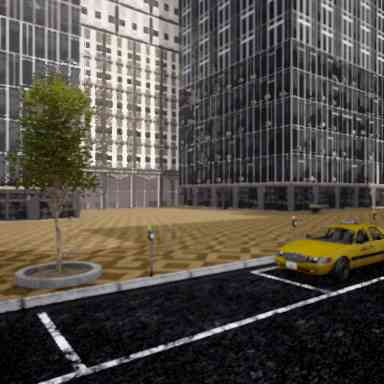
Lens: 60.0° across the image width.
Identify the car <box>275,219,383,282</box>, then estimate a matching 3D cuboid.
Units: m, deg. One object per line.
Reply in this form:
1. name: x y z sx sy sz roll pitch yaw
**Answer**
1. car: 4.465 1.516 9.746 4.829 1.417 1.752 0 0 -36
